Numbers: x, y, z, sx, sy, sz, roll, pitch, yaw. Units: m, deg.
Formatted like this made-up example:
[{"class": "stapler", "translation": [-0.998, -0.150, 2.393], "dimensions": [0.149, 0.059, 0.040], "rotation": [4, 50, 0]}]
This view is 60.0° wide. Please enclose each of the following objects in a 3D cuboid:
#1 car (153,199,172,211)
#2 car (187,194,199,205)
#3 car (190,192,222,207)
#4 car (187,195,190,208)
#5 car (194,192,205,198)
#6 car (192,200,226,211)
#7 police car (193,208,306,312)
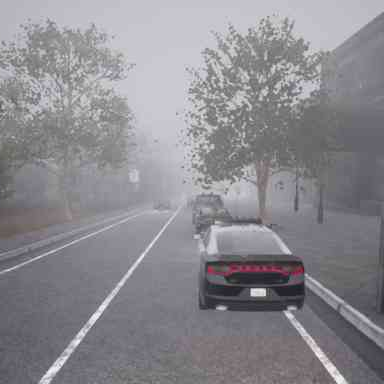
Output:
[{"class": "car", "translation": [-3.480, 1.488, 39.922], "dimensions": [1.994, 1.385, 4.181], "rotation": [0, 0, 0]}, {"class": "car", "translation": [0.182, 1.242, 58.143], "dimensions": [2.097, 1.767, 4.553], "rotation": [0, 0, 1]}, {"class": "car", "translation": [1.121, 1.178, 23.927], "dimensions": [2.150, 2.045, 5.566], "rotation": [0, 0, 0]}, {"class": "car", "translation": [0.221, 1.513, 45.892], "dimensions": [1.895, 1.301, 4.718], "rotation": [0, 0, 0]}, {"class": "car", "translation": [2.161, 0.882, 95.251], "dimensions": [1.837, 1.490, 4.892], "rotation": [2, 2, 19]}, {"class": "car", "translation": [1.103, 1.444, 17.876], "dimensions": [1.882, 1.535, 5.008], "rotation": [0, 0, 0]}, {"class": "police car", "translation": [1.075, 1.410, 7.937], "dimensions": [1.930, 1.638, 5.238], "rotation": [0, 0, 0]}]
